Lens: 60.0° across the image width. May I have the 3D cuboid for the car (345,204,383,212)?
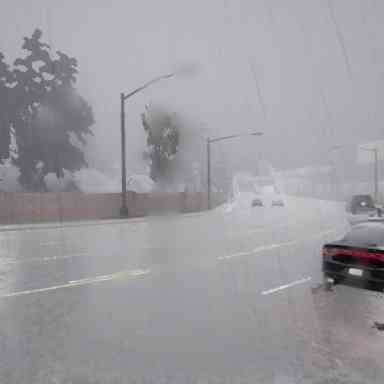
[{"bbox_3d":[11.471,1.654,21.605,1.895,1.301,4.718,0,0,33],"label":"car"}]

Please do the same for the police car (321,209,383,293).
[{"bbox_3d":[5.199,1.433,8.538,5.238,1.638,1.930,0,0,-44],"label":"police car"}]

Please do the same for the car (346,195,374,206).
[{"bbox_3d":[18.055,1.343,35.926,2.150,2.045,5.566,0,0,18],"label":"car"}]

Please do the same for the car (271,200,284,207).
[{"bbox_3d":[14.923,1.966,57.874,1.895,1.301,4.718,-1,-1,9],"label":"car"}]

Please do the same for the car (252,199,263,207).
[{"bbox_3d":[11.598,1.965,59.241,2.033,1.411,5.357,-1,-1,9],"label":"car"}]
